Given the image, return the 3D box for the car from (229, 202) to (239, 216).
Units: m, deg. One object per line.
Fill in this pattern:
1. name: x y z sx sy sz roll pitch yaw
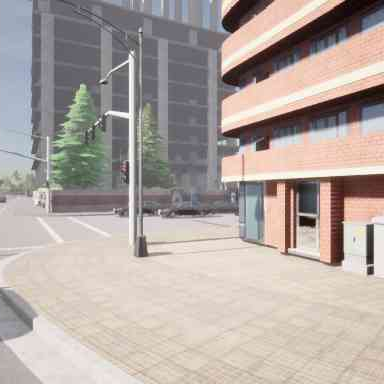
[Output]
1. car: 5.904 1.581 28.914 4.674 1.442 1.812 0 0 -27

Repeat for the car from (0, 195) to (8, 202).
1. car: -42.592 1.500 74.722 1.837 1.490 4.892 0 0 -27

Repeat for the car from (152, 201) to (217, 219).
1. car: -0.650 1.547 29.755 4.902 1.511 2.128 0 0 -27

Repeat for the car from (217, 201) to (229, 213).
1. car: 2.996 1.619 35.519 4.181 1.385 1.994 0 0 -28

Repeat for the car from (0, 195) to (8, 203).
1. car: -38.048 1.595 65.876 1.895 1.301 4.718 0 0 -27

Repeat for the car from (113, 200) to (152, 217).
1. car: -4.959 1.547 31.501 4.902 1.511 2.128 0 0 -27
